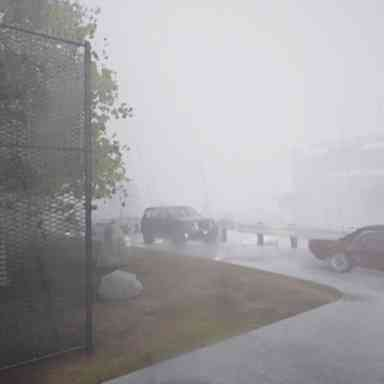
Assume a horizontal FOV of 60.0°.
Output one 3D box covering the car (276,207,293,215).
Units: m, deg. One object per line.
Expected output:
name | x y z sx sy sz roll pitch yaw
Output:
car | 19.739 4.911 76.172 5.008 1.535 2.097 1 1 36

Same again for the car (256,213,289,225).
car | 10.746 4.135 43.838 2.185 1.767 4.553 0 0 36

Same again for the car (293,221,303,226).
car | 14.012 4.265 38.900 2.231 1.521 4.892 0 0 36

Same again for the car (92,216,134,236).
car | -6.631 2.867 26.814 1.895 1.301 4.718 -1 -3 -34

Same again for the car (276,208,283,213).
car | 17.237 4.909 74.470 4.674 1.452 2.002 1 1 36

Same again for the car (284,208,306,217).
car | 24.690 4.862 79.595 4.553 1.767 2.185 1 0 36

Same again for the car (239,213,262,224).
car | 9.086 4.259 46.278 2.231 1.521 4.892 0 0 36

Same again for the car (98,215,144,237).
car | -9.110 4.297 42.946 2.435 2.045 5.566 0 1 36

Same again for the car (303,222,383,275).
car | 5.497 1.547 8.462 1.895 1.301 4.718 -1 0 -33

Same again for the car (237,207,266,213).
car | 12.401 4.769 70.959 5.366 1.575 1.946 1 0 36

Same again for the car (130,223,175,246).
car | -4.082 4.429 35.414 2.185 1.767 4.553 -1 1 36

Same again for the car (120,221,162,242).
car | -5.720 4.425 37.973 2.185 1.767 4.553 0 1 36

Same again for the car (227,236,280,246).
car | 4.314 4.313 22.847 2.435 2.045 5.566 0 1 36

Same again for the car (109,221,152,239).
car | -7.422 4.551 40.462 2.231 1.521 4.892 -1 1 36

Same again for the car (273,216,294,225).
car | 12.267 4.260 41.202 1.946 1.575 5.366 0 0 36

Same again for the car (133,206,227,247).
car | -0.892 1.764 18.114 2.150 2.045 5.566 -1 -3 -34

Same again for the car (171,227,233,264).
car | 0.988 4.308 27.922 2.435 2.045 5.566 -1 1 36

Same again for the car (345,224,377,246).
car | 17.295 4.268 33.979 2.097 1.535 5.008 0 0 37

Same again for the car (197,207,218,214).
car | 4.071 4.833 87.448 4.892 1.521 2.231 -1 -2 36

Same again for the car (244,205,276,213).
car | 14.777 4.571 72.759 5.566 2.045 2.435 1 0 36

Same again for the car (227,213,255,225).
car | 7.439 4.296 48.734 2.002 1.452 4.674 0 0 36

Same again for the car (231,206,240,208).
car | 9.514 4.919 91.390 5.366 1.575 1.946 -1 -1 36

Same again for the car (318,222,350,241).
car | 15.670 4.296 36.460 2.163 1.488 4.792 0 0 36

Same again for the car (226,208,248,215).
car | 5.803 4.003 51.220 2.435 2.045 5.566 0 0 36
